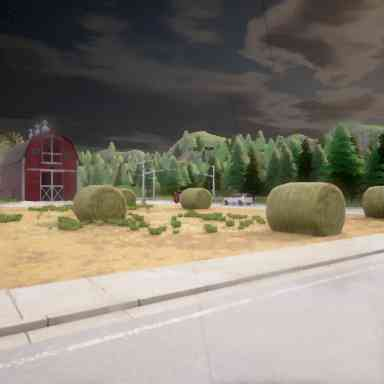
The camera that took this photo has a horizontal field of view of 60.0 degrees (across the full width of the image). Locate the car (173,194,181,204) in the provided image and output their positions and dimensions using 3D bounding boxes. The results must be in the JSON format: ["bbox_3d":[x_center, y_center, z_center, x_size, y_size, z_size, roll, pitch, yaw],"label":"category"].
[{"bbox_3d":[-1.206,1.358,61.631,2.150,2.045,5.566,0,0,-38],"label":"car"}]

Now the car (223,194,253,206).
[{"bbox_3d":[7.700,1.289,55.997,2.150,2.045,5.566,0,0,-38],"label":"car"}]
